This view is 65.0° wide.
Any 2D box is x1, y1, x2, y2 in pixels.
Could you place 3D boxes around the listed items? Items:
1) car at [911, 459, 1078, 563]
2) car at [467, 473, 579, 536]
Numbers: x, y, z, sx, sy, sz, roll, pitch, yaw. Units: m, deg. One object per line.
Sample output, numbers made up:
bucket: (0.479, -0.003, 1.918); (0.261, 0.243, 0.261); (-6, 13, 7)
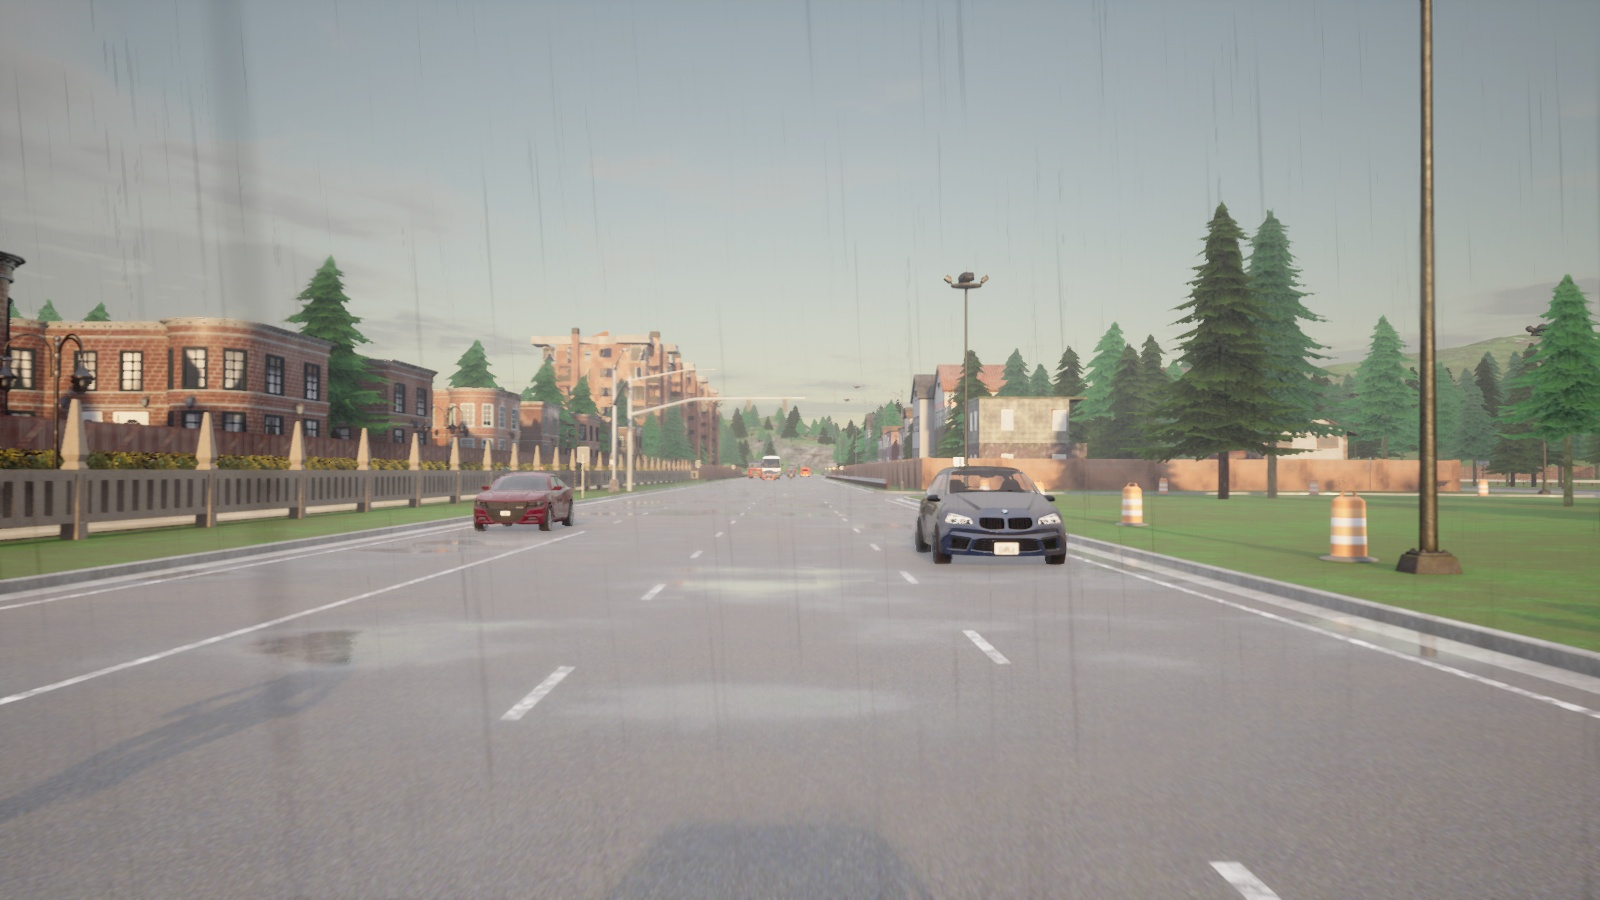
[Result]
car: (3.343, 1.024, 22.572); (2.242, 1.667, 4.611); (0, -1, 0)
car: (-7.226, 1.378, 33.275); (1.882, 1.535, 5.008); (0, -1, 0)
